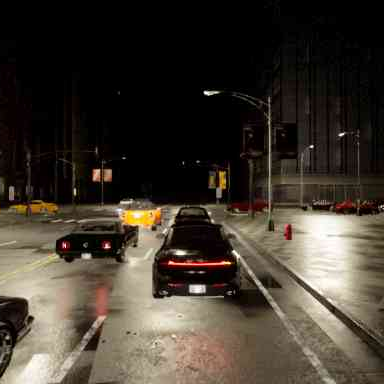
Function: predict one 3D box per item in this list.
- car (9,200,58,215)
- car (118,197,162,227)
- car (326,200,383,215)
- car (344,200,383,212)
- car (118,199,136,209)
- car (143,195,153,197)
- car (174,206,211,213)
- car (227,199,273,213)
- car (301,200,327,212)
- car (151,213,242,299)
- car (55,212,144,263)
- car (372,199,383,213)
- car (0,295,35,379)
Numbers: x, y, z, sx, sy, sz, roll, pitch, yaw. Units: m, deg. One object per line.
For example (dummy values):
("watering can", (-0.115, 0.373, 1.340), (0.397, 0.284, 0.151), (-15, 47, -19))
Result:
("car", (-17.431, 1.667, 36.617), (5.008, 1.535, 1.882), (0, -1, 0))
("car", (-3.109, 1.395, 21.050), (2.097, 1.767, 4.553), (0, 0, 0))
("car", (15.376, 1.576, 31.313), (4.206, 1.307, 1.802), (0, 0, -1))
("car", (20.902, 1.642, 39.914), (4.313, 1.339, 1.947), (0, 0, -1))
("car", (-9.746, 1.743, 50.463), (1.812, 1.442, 4.674), (0, 0, 0))
("car", (-9.612, 1.600, 71.825), (2.150, 2.045, 5.566), (0, 0, 0))
("car", (0.035, 1.509, 17.937), (1.882, 1.535, 5.008), (0, 0, 0))
("car", (6.389, 1.571, 36.960), (5.008, 1.535, 1.882), (0, -1, -1))
("car", (15.262, 1.661, 39.837), (4.313, 1.339, 1.947), (0, 0, -1))
("car", (0.114, 1.511, 8.446), (1.837, 1.490, 4.892), (0, 0, 0))
("car", (-3.125, 1.615, 12.057), (1.895, 1.301, 4.718), (0, 0, 0))
("car", (23.049, 1.541, 37.188), (4.892, 1.490, 1.837), (0, -1, -1))
("car", (-3.152, 1.548, 2.269), (2.033, 1.411, 5.357), (0, 0, 0))
